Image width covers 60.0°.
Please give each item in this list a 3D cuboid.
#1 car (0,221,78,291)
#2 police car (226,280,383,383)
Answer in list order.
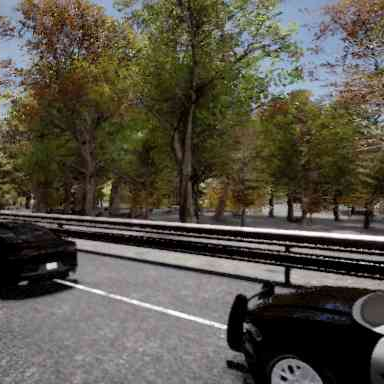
[{"bbox_3d":[-5.187,1.544,9.066,5.008,1.535,1.882,0,-1,37],"label":"car"},{"bbox_3d":[2.789,1.461,3.108,5.238,1.638,1.930,0,-1,37],"label":"police car"}]
